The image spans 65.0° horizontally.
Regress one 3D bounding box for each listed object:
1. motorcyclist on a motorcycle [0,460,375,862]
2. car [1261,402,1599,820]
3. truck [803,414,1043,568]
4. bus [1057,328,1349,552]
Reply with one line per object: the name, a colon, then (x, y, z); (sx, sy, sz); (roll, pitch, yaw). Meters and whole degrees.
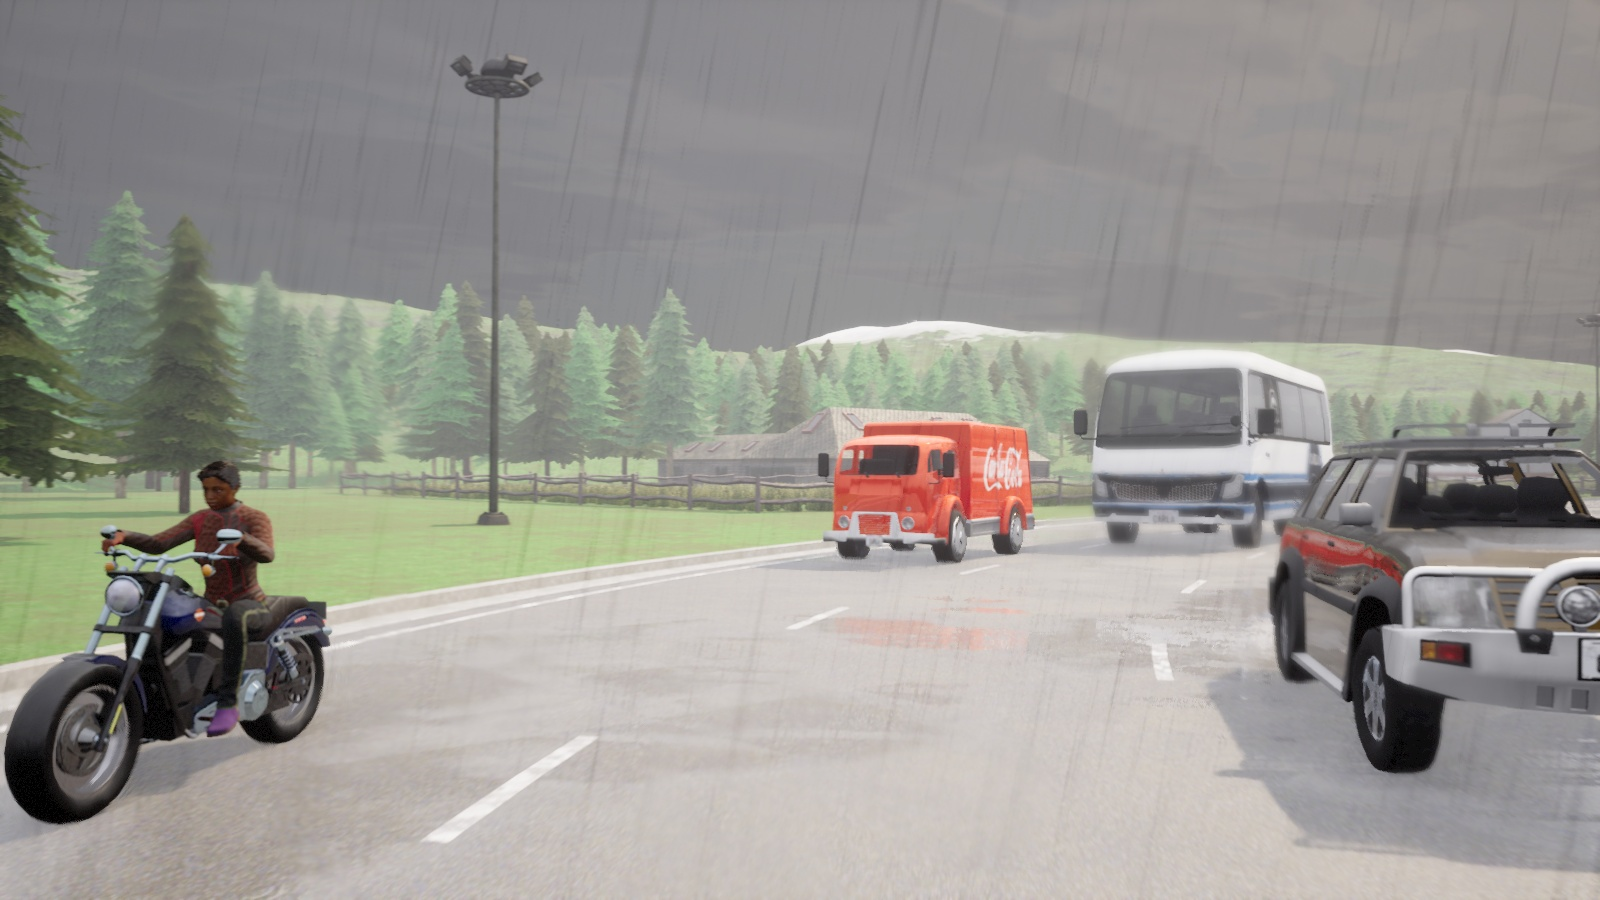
motorcyclist on a motorcycle: (-3.095, 0.882, 6.389); (0.766, 1.649, 2.350); (0, -1, 9)
car: (4.228, 0.748, 7.796); (1.932, 1.855, 4.605); (-1, -1, 12)
truck: (2.423, 0.707, 23.118); (2.627, 2.467, 5.204); (-1, -1, 27)
bus: (9.783, -0.103, 29.285); (3.944, 4.253, 10.273); (-1, -1, 33)
